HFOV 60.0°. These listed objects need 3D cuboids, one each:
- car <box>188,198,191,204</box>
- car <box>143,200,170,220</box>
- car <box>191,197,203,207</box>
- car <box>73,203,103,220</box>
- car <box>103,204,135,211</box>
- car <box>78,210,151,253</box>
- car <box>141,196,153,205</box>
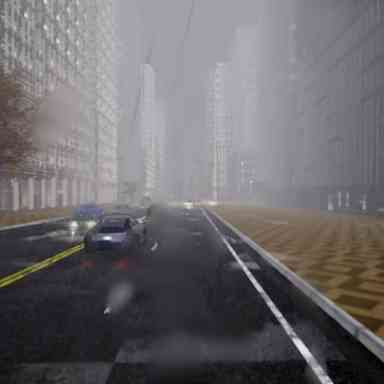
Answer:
[{"bbox_3d":[-0.003,2.335,84.693,1.994,1.385,4.181,0,-1,0],"label":"car"},{"bbox_3d":[-3.152,1.808,31.756,1.882,1.535,5.008,0,0,0],"label":"car"},{"bbox_3d":[1.135,2.137,65.601,1.801,1.575,5.366,0,-1,0],"label":"car"},{"bbox_3d":[-9.846,1.811,32.047,1.882,1.535,5.008,0,-1,0],"label":"car"},{"bbox_3d":[-6.599,1.879,31.870,2.033,1.411,5.357,0,-1,0],"label":"car"},{"bbox_3d":[-3.154,1.715,14.432,1.994,1.385,4.181,0,-1,0],"label":"car"},{"bbox_3d":[-9.753,1.803,72.510,2.150,2.045,5.566,0,-1,0],"label":"car"}]
